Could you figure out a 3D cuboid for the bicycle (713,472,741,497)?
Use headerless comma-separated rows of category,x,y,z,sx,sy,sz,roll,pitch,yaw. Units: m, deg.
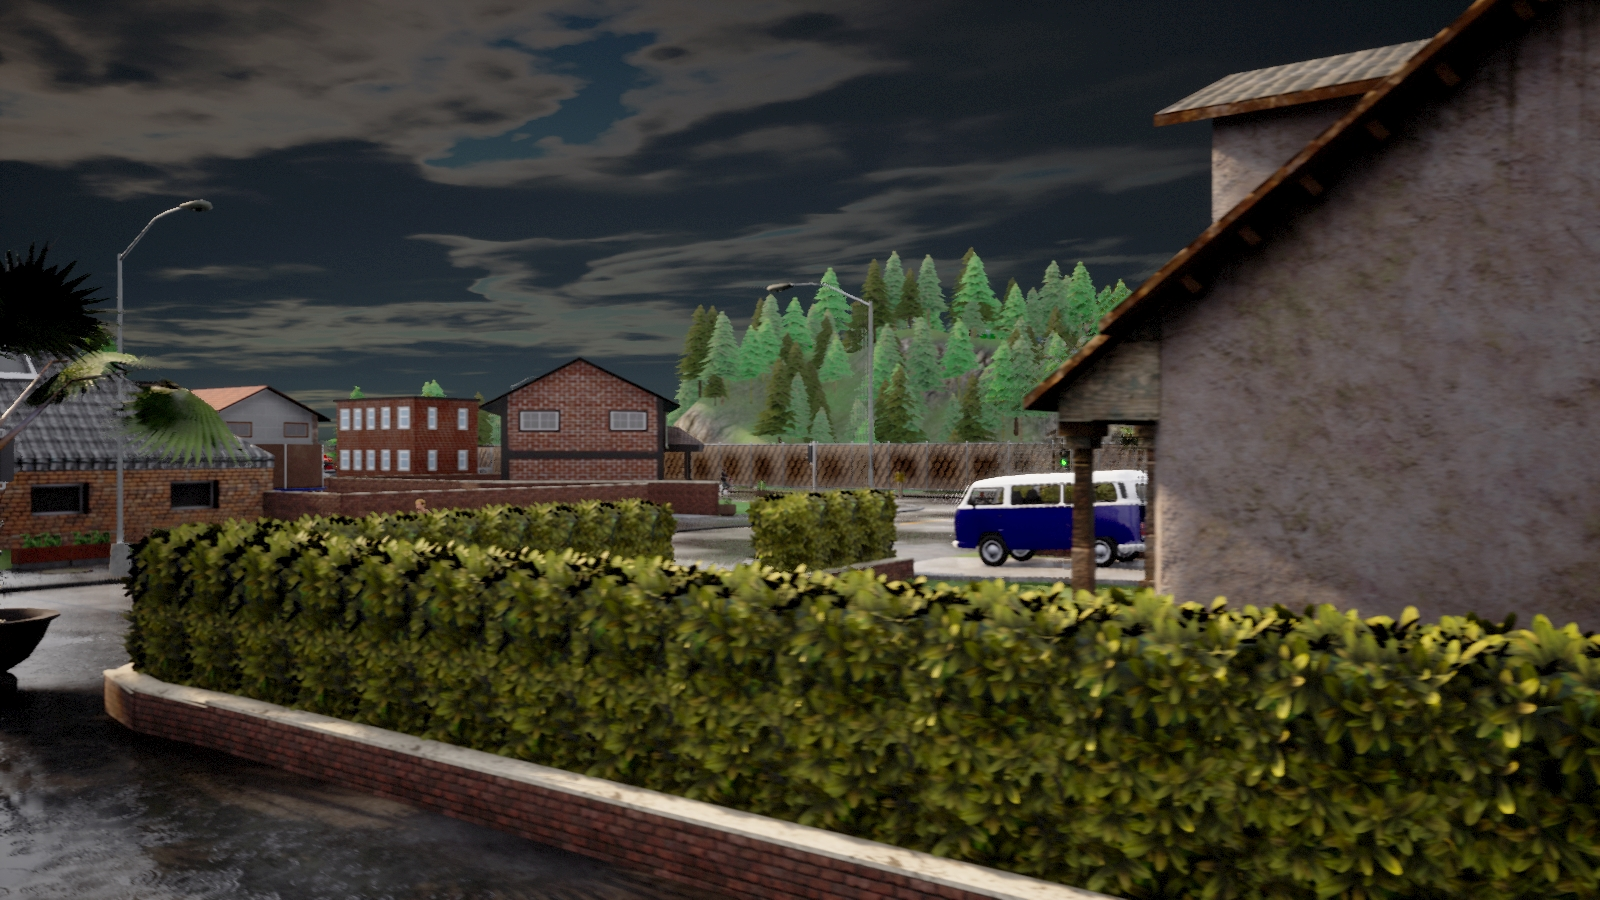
bicycle,-4.341,2.060,67.923,1.835,1.471,0.329,0,0,35

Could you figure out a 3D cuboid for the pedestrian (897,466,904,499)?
pedestrian,5.718,1.848,65.036,0.375,1.860,0.375,0,0,15
